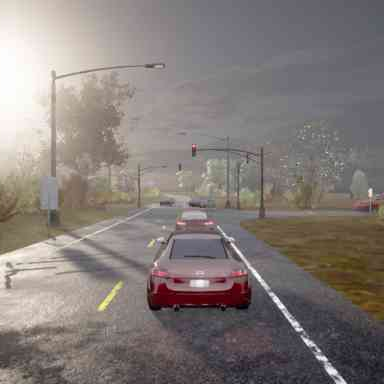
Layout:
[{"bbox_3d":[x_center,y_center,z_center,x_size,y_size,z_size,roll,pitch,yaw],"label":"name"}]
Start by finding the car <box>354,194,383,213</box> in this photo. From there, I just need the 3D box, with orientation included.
[{"bbox_3d":[21.057,1.235,36.981,5.566,2.045,2.150,0,0,1],"label":"car"}]

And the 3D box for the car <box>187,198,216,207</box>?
[{"bbox_3d":[1.112,1.492,43.557,2.128,1.511,4.902,-1,0,-33],"label":"car"}]

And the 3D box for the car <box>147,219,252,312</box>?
[{"bbox_3d":[0.102,1.564,7.806,1.994,1.385,4.181,0,0,-1],"label":"car"}]

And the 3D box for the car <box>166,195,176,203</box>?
[{"bbox_3d":[-4.583,1.482,72.738,1.882,1.535,5.008,0,0,-2],"label":"car"}]

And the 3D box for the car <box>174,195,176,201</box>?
[{"bbox_3d":[-4.345,1.567,62.364,1.994,1.385,4.181,0,0,-1],"label":"car"}]

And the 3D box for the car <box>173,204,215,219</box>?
[{"bbox_3d":[0.067,1.526,16.566,1.812,1.442,4.674,0,0,-2],"label":"car"}]

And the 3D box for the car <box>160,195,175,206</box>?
[{"bbox_3d":[-4.140,1.603,53.175,1.895,1.301,4.718,0,0,-1],"label":"car"}]

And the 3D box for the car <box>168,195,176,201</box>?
[{"bbox_3d":[-4.941,1.483,83.186,1.882,1.535,5.008,0,0,-2],"label":"car"}]
